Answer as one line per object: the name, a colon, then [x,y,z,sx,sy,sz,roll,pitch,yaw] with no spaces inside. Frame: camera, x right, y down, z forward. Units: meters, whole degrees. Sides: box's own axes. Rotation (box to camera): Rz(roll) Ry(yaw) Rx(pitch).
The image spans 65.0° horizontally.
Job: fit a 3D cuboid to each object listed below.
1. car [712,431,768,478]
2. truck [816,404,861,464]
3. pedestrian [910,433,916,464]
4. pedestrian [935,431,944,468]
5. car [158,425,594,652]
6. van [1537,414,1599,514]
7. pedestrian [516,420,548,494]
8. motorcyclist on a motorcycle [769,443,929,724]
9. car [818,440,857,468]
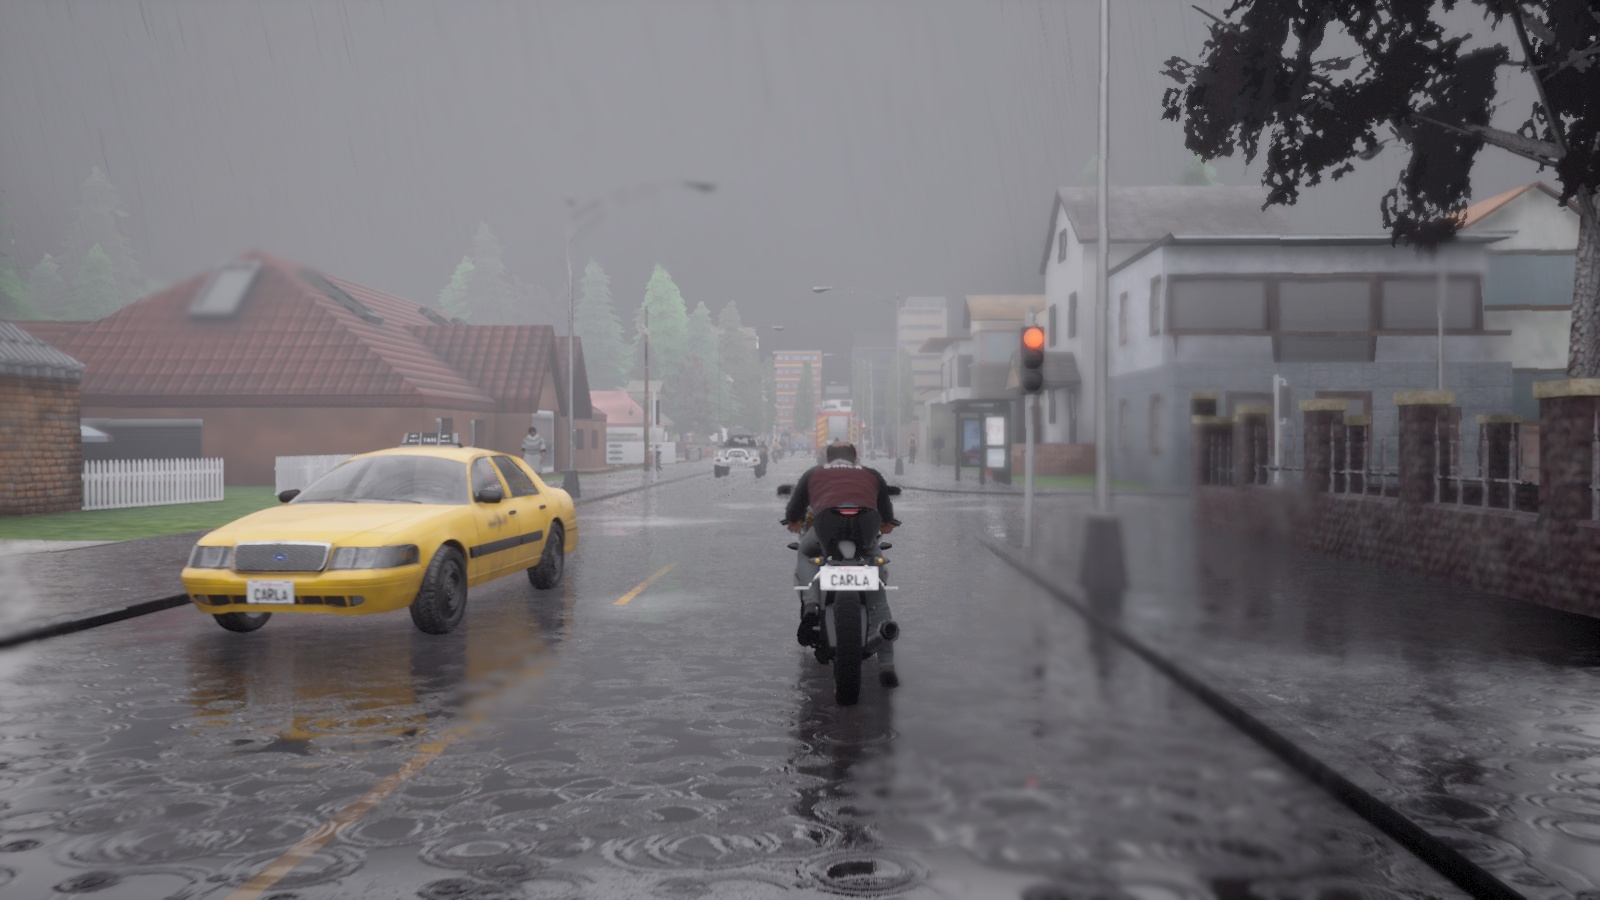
car: [-2.451,0.163,52.317,1.932,1.855,4.605,0,0,2]
truck: [2.531,-1.062,84.944,2.891,3.827,8.468,0,0,1]
pedestrian: [6.609,-0.096,73.299,0.345,1.836,0.594,0,0,8]
pedestrian: [7.083,-0.024,63.919,0.402,1.842,0.726,0,0,2]
car: [-3.425,0.595,11.483,1.801,1.575,5.366,0,0,5]
van: [18.434,0.283,26.569,4.480,2.038,2.069,0,0,-1]
pedestrian: [-7.155,0.189,33.592,0.659,1.952,0.873,0,0,1]
motorcyclist on a motorcycle: [0.267,0.721,7.930,0.866,1.530,2.191,0,0,0]
car: [2.115,0.204,71.562,2.163,1.488,4.792,0,0,2]
